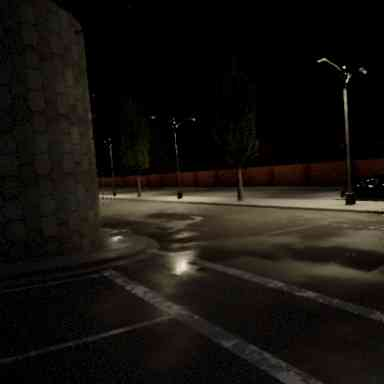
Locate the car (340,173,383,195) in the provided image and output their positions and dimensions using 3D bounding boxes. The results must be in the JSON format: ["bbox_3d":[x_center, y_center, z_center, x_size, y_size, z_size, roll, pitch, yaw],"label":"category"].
[{"bbox_3d":[14.316,-0.628,25.510,1.882,1.535,5.008,-7,5,-36],"label":"car"}]

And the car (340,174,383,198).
[{"bbox_3d":[12.440,-0.241,22.205,1.837,1.490,4.892,-7,5,-36],"label":"car"}]
